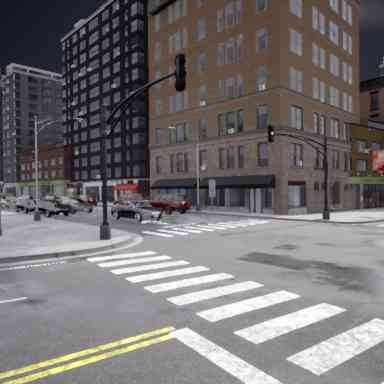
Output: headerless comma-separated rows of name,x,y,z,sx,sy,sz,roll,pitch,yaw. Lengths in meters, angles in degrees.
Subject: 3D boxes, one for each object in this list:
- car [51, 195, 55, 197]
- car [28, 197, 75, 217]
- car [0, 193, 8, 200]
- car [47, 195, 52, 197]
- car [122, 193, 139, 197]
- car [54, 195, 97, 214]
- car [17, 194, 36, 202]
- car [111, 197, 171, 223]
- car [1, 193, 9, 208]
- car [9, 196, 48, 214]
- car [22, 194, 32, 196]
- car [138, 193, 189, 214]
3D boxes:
car,-17.803,1.180,46.994,1.802,1.307,4.206,0,1,-44
car,-12.392,1.417,29.200,1.947,1.339,4.313,0,1,-44
car,-40.839,0.885,70.686,1.947,1.339,4.313,0,1,-44
car,-21.642,1.135,50.943,1.802,1.307,4.206,0,1,-44
car,-6.284,1.043,35.145,2.192,1.841,5.009,0,1,-44
car,-11.264,1.328,31.982,1.812,1.442,4.674,-1,1,-44
car,-29.321,1.043,58.840,1.802,1.307,4.206,0,1,-44
car,-4.173,1.371,24.691,2.128,1.511,4.902,-1,1,-44
car,-23.789,1.247,40.921,1.752,1.417,4.829,0,1,-44
car,-16.231,1.374,33.148,1.947,1.339,4.313,0,1,-44
car,-20.772,1.220,41.789,1.812,1.442,4.674,-1,1,-44
car,-2.445,1.085,31.196,2.192,1.841,5.009,0,1,-44
